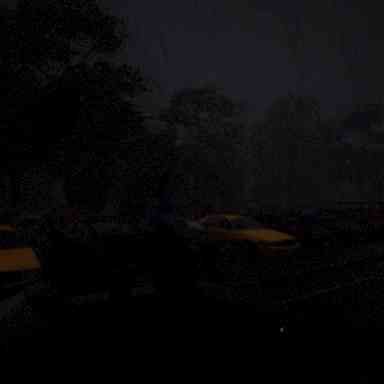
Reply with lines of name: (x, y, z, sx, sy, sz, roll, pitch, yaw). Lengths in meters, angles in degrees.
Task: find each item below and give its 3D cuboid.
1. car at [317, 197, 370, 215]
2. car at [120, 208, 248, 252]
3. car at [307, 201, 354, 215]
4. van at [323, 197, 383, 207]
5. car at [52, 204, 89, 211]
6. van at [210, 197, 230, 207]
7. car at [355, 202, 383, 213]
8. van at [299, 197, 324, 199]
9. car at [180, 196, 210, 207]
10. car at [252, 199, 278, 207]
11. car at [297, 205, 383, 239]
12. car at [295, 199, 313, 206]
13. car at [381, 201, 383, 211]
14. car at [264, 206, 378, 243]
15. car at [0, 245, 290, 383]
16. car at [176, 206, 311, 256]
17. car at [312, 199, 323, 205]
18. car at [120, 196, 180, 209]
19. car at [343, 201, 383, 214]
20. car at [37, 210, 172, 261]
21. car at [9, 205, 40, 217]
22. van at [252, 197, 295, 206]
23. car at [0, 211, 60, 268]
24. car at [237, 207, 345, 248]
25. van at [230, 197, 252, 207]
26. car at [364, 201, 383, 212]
car: (18.869, 1.687, 41.752, 2.435, 2.045, 5.566, 1, -1, -35)
car: (-0.670, 1.556, 11.732, 2.231, 1.521, 4.892, 1, 0, -35)
car: (16.643, 1.919, 40.096, 2.163, 1.488, 4.792, 1, -1, -36)
van: (10.569, 1.454, 19.880, 1.878, 1.987, 4.442, 1, 0, -35)
car: (-8.173, 1.555, 22.432, 2.097, 1.535, 5.008, 1, 0, -35)
van: (0.916, 1.429, 28.775, 1.878, 1.987, 4.442, 1, 0, -35)
car: (25.648, 2.125, 46.547, 2.002, 1.452, 4.674, 1, -1, -35)
van: (14.206, 1.615, 38.537, 1.878, 1.987, 4.442, 1, -1, -35)
car: (-1.391, 1.379, 27.239, 2.435, 2.045, 5.566, 1, 0, -35)
car: (5.354, 1.704, 32.089, 2.097, 1.535, 5.008, 1, 0, -35)
car: (8.392, 1.684, 18.149, 2.163, 1.488, 4.792, 1, 0, -35)
car: (9.849, 1.792, 35.322, 2.163, 1.488, 4.792, 1, 0, -35)
car: (32.315, 2.229, 51.297, 2.097, 1.535, 5.008, 1, -1, -35)
car: (6.131, 1.659, 16.537, 2.163, 1.488, 4.792, 1, 0, -35)
car: (-1.084, 1.532, 2.913, 4.674, 1.442, 1.812, 1, 0, -36)
car: (1.701, 1.577, 13.187, 1.946, 1.575, 5.366, 1, 0, -35)
car: (11.998, 1.827, 36.854, 2.163, 1.488, 4.792, 1, -1, -35)
car: (-3.646, 1.354, 25.631, 2.435, 2.045, 5.566, 1, 0, -35)
car: (23.500, 2.033, 44.791, 1.946, 1.575, 5.366, 1, -1, -35)
car: (-2.924, 1.531, 10.110, 2.231, 1.521, 4.892, 1, 0, -35)
car: (-10.535, 1.570, 20.758, 2.002, 1.452, 4.674, 1, 0, -35)
van: (7.690, 1.506, 33.615, 1.878, 1.987, 4.442, 1, 0, -36)
car: (-5.080, 1.503, 8.353, 1.946, 1.575, 5.366, 1, 0, -35)
car: (3.871, 1.635, 14.926, 2.163, 1.488, 4.792, 1, 0, -35)
van: (3.036, 1.454, 30.573, 1.878, 1.987, 4.442, 1, 0, -35)
car: (27.919, 2.163, 48.133, 2.163, 1.488, 4.792, 1, -1, -35)
